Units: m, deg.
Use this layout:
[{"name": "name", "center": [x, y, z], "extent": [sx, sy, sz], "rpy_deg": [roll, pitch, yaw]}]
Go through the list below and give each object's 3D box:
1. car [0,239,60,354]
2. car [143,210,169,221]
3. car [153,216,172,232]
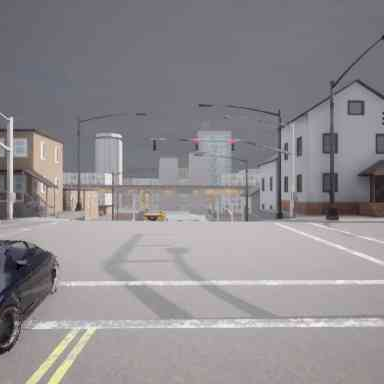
[{"name": "car", "center": [-3.737, 1.563, 5.814], "extent": [1.994, 1.385, 4.181], "rpy_deg": [0, 0, -8]}, {"name": "car", "center": [-3.673, 2.536, 33.465], "extent": [1.882, 1.535, 5.008], "rpy_deg": [0, -9, 1]}, {"name": "car", "center": [-3.781, 4.235, 43.687], "extent": [2.128, 1.511, 4.902], "rpy_deg": [0, -13, -1]}]
